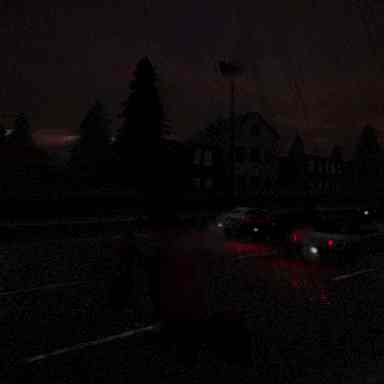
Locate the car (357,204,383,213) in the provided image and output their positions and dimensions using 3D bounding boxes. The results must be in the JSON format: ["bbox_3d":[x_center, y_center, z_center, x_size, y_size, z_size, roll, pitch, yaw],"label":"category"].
[{"bbox_3d":[15.617,1.657,27.822,4.181,1.385,1.994,0,0,-35],"label":"car"}]

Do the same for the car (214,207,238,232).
[{"bbox_3d":[3.395,1.569,19.104,4.674,1.442,1.812,0,0,-36],"label":"car"}]

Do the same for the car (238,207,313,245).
[{"bbox_3d":[4.785,1.520,15.800,5.008,1.535,1.882,1,-1,-35],"label":"car"}]

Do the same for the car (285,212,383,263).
[{"bbox_3d":[5.845,1.639,12.265,4.718,1.301,1.895,0,0,-35],"label":"car"}]
